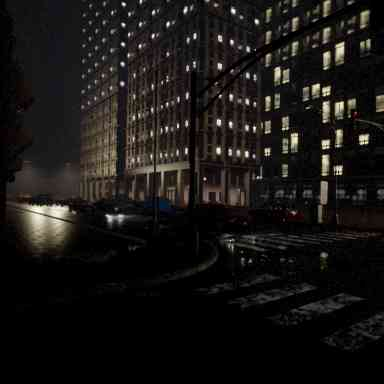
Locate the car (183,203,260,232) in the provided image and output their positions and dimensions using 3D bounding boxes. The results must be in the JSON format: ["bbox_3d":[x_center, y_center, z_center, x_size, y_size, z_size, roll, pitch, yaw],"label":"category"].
[{"bbox_3d":[1.424,1.430,19.999,1.882,1.535,5.008,1,-1,-35],"label":"car"}]

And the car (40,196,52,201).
[{"bbox_3d":[-36.803,1.571,83.783,1.802,1.307,4.206,1,-1,-35],"label":"car"}]

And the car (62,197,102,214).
[{"bbox_3d":[-10.914,1.427,32.886,2.008,1.369,4.403,1,-1,-35],"label":"car"}]

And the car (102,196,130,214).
[{"bbox_3d":[-8.731,1.420,34.294,2.128,1.511,4.902,1,-1,-35],"label":"car"}]

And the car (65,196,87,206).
[{"bbox_3d":[-18.926,1.456,54.156,2.128,1.511,4.902,1,-1,-35],"label":"car"}]

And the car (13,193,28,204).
[{"bbox_3d":[-30.541,1.155,60.515,2.192,1.841,5.009,1,-1,-35],"label":"car"}]

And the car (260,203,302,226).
[{"bbox_3d":[5.734,1.505,23.926,1.967,1.590,4.097,1,-1,-35],"label":"car"}]

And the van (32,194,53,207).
[{"bbox_3d":[-20.726,1.197,46.701,1.690,1.788,3.998,1,-1,-35],"label":"van"}]

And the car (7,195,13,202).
[{"bbox_3d":[-37.089,1.397,69.722,1.947,1.339,4.313,1,-1,-35],"label":"car"}]

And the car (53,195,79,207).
[{"bbox_3d":[-17.888,1.511,47.295,1.895,1.301,4.718,1,-1,-35],"label":"car"}]

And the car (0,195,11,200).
[{"bbox_3d":[-46.808,1.366,83.399,1.752,1.417,4.829,1,-1,-35],"label":"car"}]

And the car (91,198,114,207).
[{"bbox_3d":[-13.900,1.587,51.552,1.947,1.339,4.313,1,-1,-35],"label":"car"}]

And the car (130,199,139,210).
[{"bbox_3d":[-7.356,1.584,42.343,2.008,1.369,4.403,1,-1,-35],"label":"car"}]

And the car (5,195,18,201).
[{"bbox_3d":[-40.360,1.378,74.326,2.008,1.369,4.403,1,-1,-35],"label":"car"}]

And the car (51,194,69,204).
[{"bbox_3d":[-24.912,1.307,62.584,2.097,1.767,4.553,1,-1,-35],"label":"car"}]

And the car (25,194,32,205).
[{"bbox_3d":[-24.002,1.432,51.303,1.802,1.307,4.206,1,-1,-35],"label":"car"}]

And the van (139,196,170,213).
[{"bbox_3d":[-4.080,1.382,37.741,1.690,1.788,3.998,1,-1,-35],"label":"van"}]
